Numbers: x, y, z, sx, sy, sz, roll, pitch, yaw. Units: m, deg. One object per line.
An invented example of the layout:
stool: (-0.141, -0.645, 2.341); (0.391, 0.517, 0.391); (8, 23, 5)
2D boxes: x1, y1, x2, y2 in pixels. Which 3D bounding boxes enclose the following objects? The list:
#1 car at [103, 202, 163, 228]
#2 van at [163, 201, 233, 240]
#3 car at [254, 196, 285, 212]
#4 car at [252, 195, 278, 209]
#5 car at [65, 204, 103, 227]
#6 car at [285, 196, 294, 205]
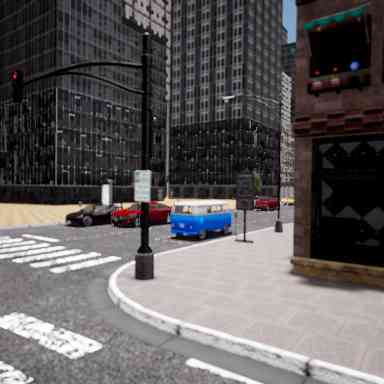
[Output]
car: (-3.102, 1.415, 21.972); (1.882, 1.535, 5.008); (1, 1, 35)
van: (0.602, 1.369, 17.187); (1.690, 1.788, 3.998); (1, 1, 35)
car: (8.570, 1.380, 38.349); (1.882, 1.535, 5.008); (1, 1, 36)
car: (9.812, 1.295, 44.585); (1.967, 1.590, 4.097); (1, 1, 35)
car: (-6.228, 1.467, 22.049); (1.947, 1.339, 4.313); (1, 1, 35)
car: (16.129, 1.365, 53.463); (1.752, 1.417, 4.829); (1, 1, 35)
